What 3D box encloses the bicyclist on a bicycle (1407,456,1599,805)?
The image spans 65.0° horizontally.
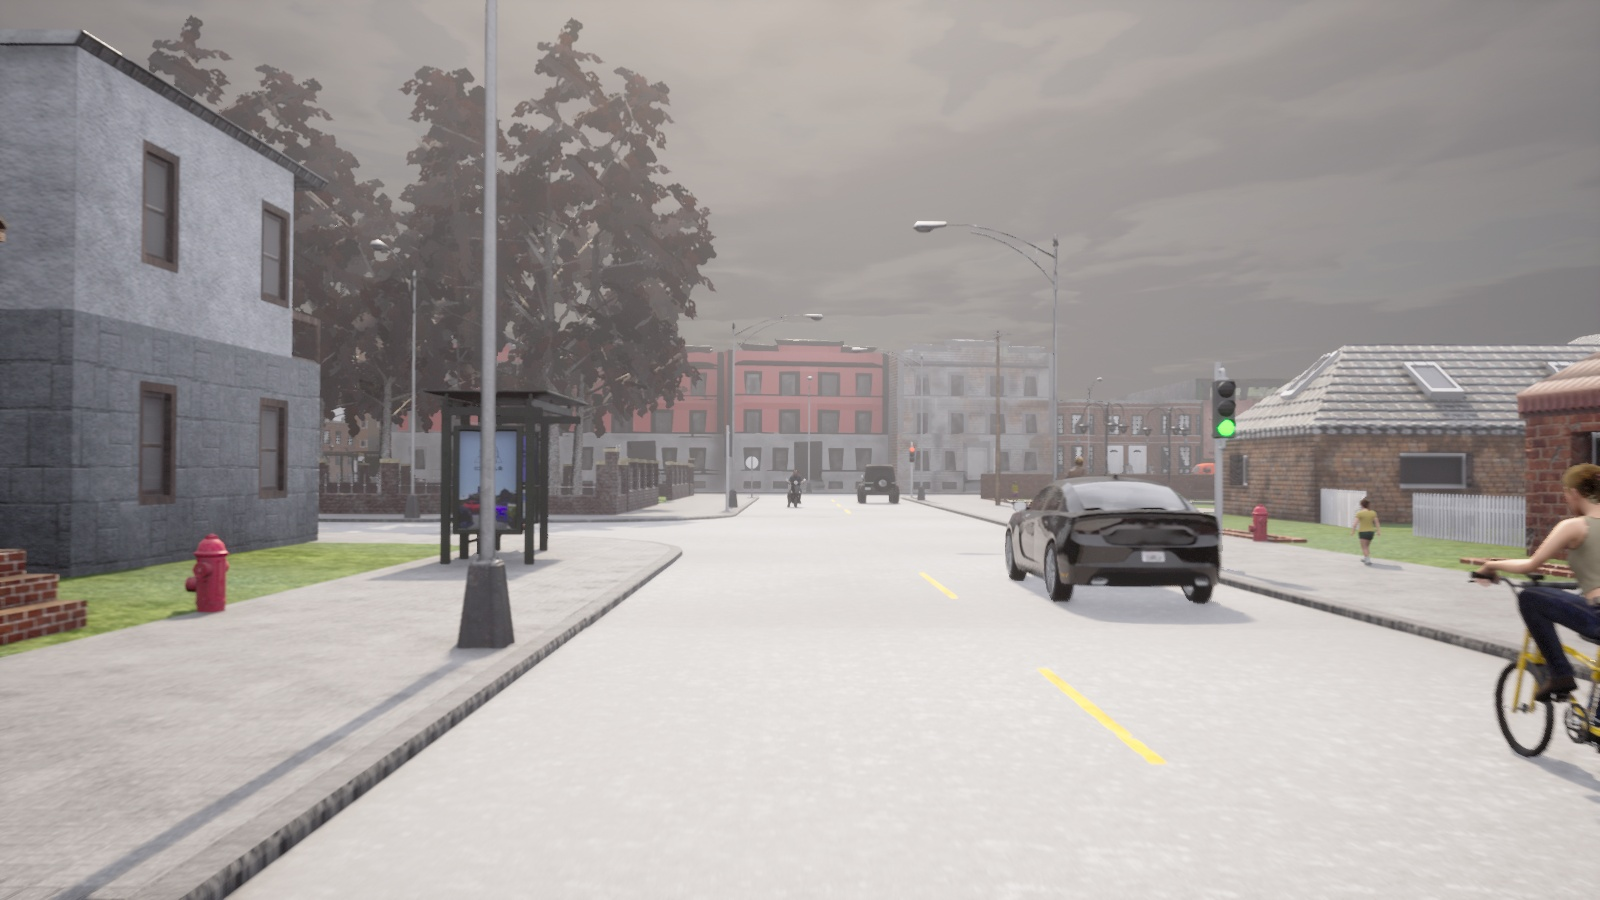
[{"bbox_3d":[3.983,0.845,6.566,0.866,1.612,1.509,0,-1,0],"label":"bicyclist on a bicycle"}]

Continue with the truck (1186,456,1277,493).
[{"bbox_3d":[28.960,1.628,84.510,5.204,2.467,2.627,0,-1,0],"label":"truck"}]

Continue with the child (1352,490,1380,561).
[{"bbox_3d":[9.028,1.204,20.041,0.255,1.110,0.394,0,-1,-2],"label":"child"}]

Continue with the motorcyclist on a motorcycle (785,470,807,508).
[{"bbox_3d":[-0.179,1.674,54.084,0.866,1.590,1.817,0,-1,-1],"label":"motorcyclist on a motorcycle"}]

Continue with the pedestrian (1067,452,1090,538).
[{"bbox_3d":[6.105,0.980,27.511,0.331,1.846,0.634,-1,-1,26],"label":"pedestrian"}]

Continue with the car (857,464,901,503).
[{"bbox_3d":[3.846,1.630,61.838,1.905,1.878,3.866,0,-1,0],"label":"car"}]

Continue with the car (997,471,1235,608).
[{"bbox_3d":[3.959,1.056,16.698,1.882,1.535,5.008,0,-1,0],"label":"car"}]
